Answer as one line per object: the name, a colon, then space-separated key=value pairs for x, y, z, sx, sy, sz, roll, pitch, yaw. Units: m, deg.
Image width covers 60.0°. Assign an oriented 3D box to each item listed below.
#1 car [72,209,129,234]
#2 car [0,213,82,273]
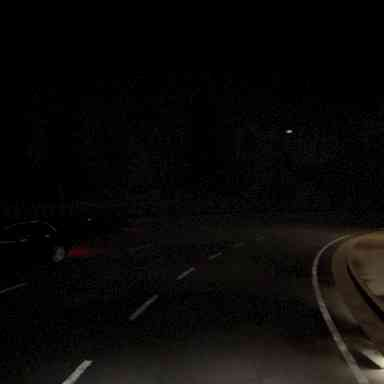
car: x=-5.745 y=1.676 z=18.555 sx=2.033 sy=1.411 sz=5.357 roll=0 pitch=-1 yaw=27
car: x=-5.502 y=1.548 z=9.529 sx=1.837 sy=1.490 sz=4.892 roll=0 pitch=-1 yaw=16
